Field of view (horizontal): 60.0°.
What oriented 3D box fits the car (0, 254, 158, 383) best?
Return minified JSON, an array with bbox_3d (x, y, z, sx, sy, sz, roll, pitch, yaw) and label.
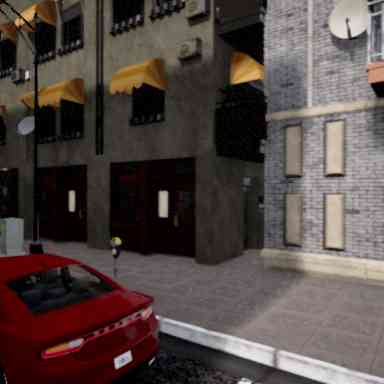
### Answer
[{"bbox_3d":[-2.512,1.570,4.660,4.507,1.381,1.887,0,0,36],"label":"car"}]
